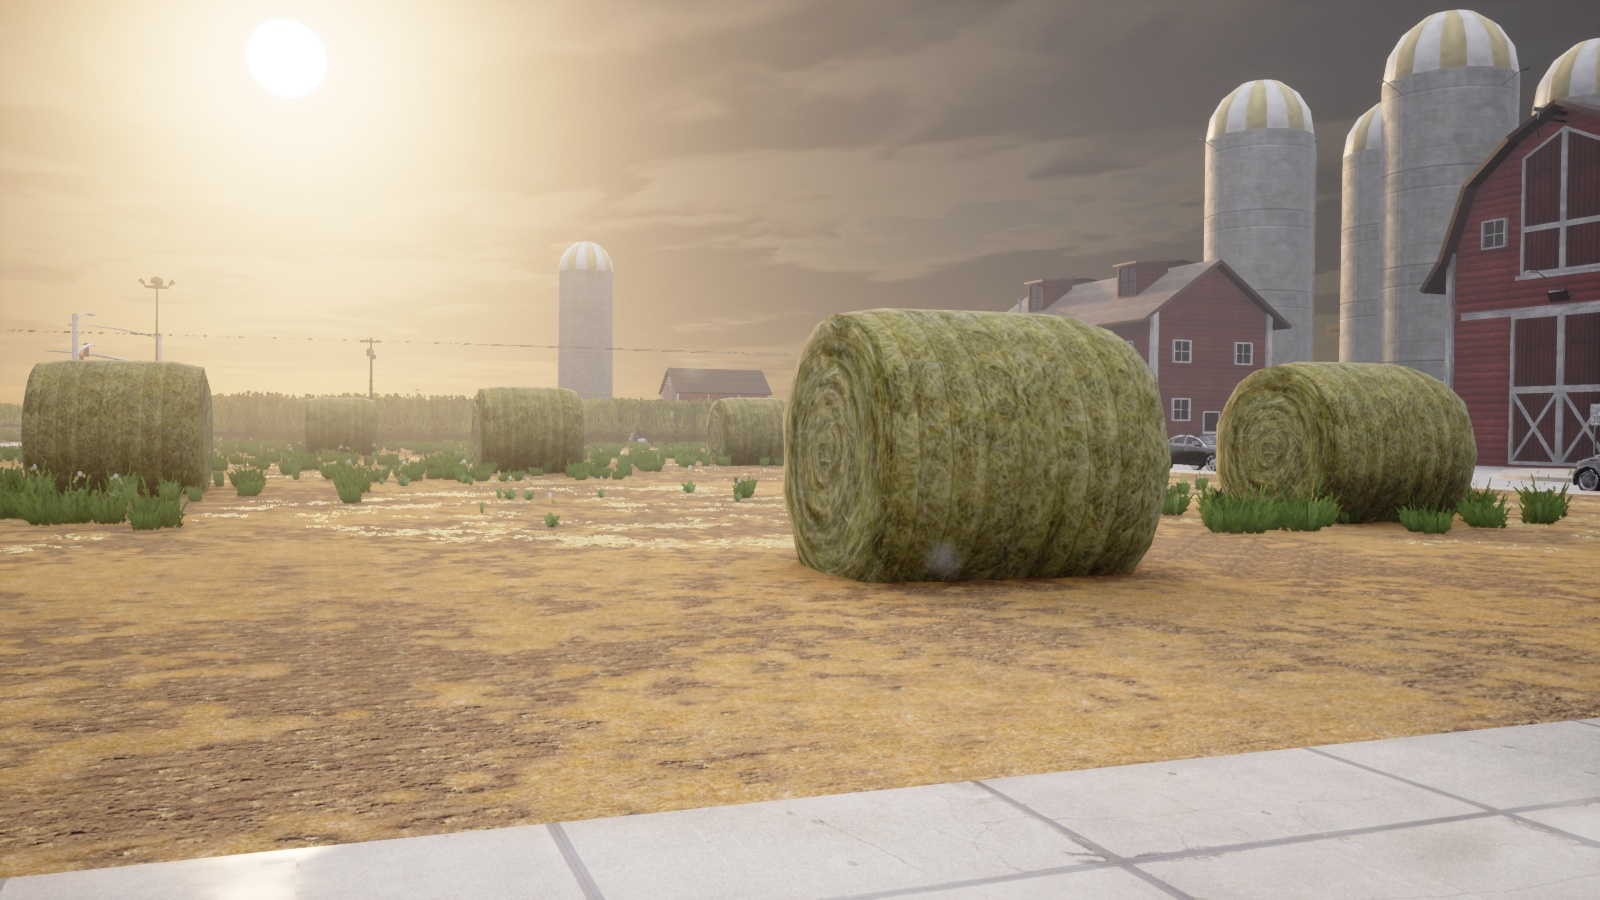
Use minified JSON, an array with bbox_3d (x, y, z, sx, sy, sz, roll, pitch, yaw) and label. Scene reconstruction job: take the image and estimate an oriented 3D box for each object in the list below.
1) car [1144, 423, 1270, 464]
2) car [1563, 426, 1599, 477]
[{"bbox_3d":[16.229,-0.284,50.356,2.128,1.511,4.902,-2,1,-22],"label":"car"},{"bbox_3d":[23.005,0.042,33.473,1.994,1.385,4.181,-1,1,-22],"label":"car"}]
